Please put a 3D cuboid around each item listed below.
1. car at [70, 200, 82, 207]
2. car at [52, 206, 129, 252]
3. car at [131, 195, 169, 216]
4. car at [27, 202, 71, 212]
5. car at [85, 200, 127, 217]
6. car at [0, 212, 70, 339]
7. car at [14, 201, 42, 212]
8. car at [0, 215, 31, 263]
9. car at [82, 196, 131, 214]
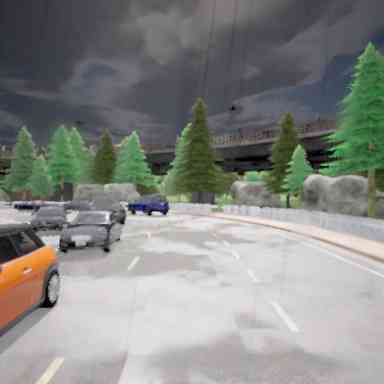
[{"bbox_3d":[-15.141,1.781,43.841,4.181,1.385,1.994,0,0,27],"label":"car"},{"bbox_3d":[-4.125,1.559,14.170,2.128,1.511,4.902,0,0,-5],"label":"car"},{"bbox_3d":[-4.591,1.370,34.987,2.150,2.045,5.566,0,0,-39],"label":"car"},{"bbox_3d":[-8.641,1.612,20.491,1.837,1.490,4.892,0,0,-19],"label":"car"},{"bbox_3d":[-9.041,1.652,34.744,2.128,1.511,4.902,0,0,-43],"label":"car"},{"bbox_3d":[-3.720,1.384,4.979,2.097,1.767,4.553,0,0,-2],"label":"car"},{"bbox_3d":[-20.299,1.831,42.348,4.718,1.301,1.895,0,0,22],"label":"car"},{"bbox_3d":[-7.256,1.613,10.344,2.033,1.411,5.357,0,0,-1],"label":"car"},{"bbox_3d":[-6.418,1.335,24.421,2.150,2.045,5.566,0,0,-25],"label":"car"}]
